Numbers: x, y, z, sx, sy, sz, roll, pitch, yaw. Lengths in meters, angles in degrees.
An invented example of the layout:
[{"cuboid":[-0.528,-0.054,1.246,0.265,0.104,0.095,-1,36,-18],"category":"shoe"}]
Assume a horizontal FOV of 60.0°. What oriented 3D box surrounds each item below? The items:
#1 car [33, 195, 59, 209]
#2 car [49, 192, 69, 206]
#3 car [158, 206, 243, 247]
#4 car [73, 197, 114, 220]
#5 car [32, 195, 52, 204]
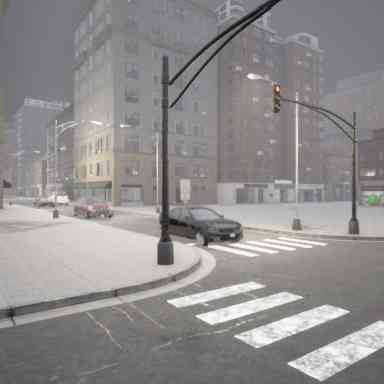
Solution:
[{"cuboid":[-18.623,1.391,41.850,1.895,1.301,4.718,0,0,-35],"category":"car"},{"cuboid":[-19.532,0.988,48.135,2.150,2.045,5.566,0,0,-36],"category":"car"},{"cuboid":[0.235,1.421,15.223,1.882,1.535,5.008,0,0,-33],"category":"car"},{"cuboid":[-8.063,1.226,26.996,2.097,1.767,4.553,0,0,-36],"category":"car"},{"cuboid":[-25.510,1.269,56.495,2.033,1.411,5.357,0,0,-35],"category":"car"}]
